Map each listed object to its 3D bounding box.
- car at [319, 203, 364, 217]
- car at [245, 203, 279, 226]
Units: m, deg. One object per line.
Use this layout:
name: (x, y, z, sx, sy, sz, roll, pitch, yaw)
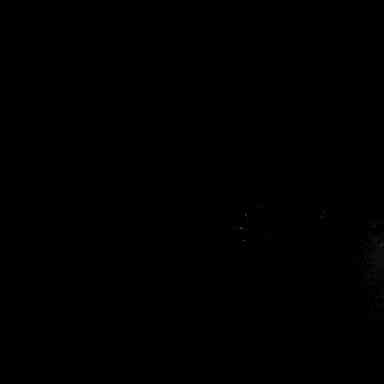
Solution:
car: (15.205, 1.788, 33.843, 4.181, 1.385, 1.994, 0, 0, -10)
car: (5.371, 1.606, 25.312, 1.882, 1.535, 5.008, 0, 0, 22)
